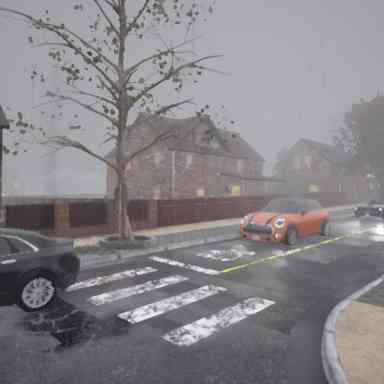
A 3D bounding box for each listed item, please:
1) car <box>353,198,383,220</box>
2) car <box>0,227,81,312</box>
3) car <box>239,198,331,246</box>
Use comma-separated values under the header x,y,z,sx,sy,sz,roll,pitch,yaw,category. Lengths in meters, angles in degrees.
x,y,z,sx,sy,sz,roll,pitch,yaw,category
12.647,1.116,22.542,4.718,1.301,1.895,-1,2,-45,car
-4.394,1.427,5.643,1.837,1.490,4.892,0,2,45,car
3.966,1.078,13.925,4.553,1.767,2.097,-1,2,-45,car
